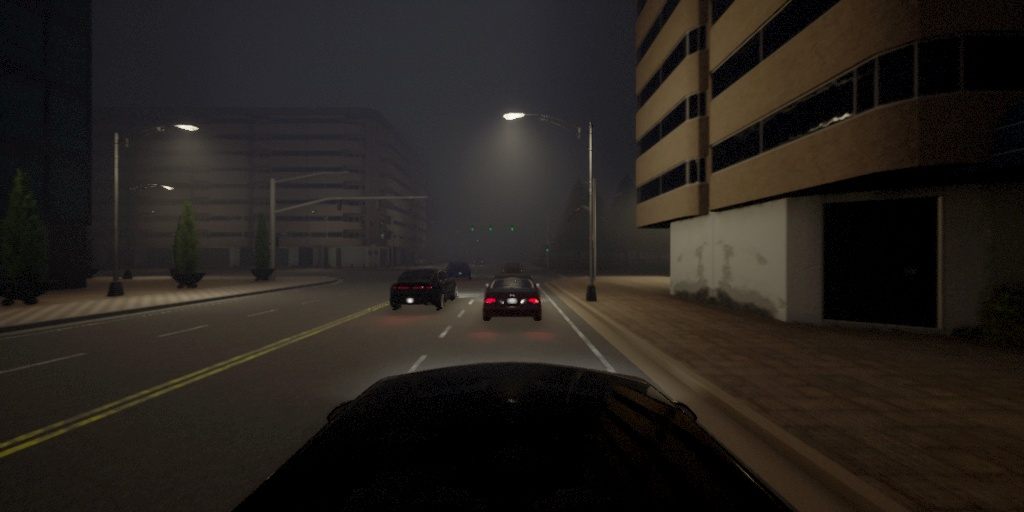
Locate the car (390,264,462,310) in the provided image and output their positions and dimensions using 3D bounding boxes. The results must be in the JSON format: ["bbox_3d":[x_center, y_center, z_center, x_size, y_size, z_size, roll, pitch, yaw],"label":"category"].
[{"bbox_3d":[-3.459,1.253,14.671,1.837,1.490,4.892,0,0,1],"label":"car"}]

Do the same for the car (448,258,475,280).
[{"bbox_3d":[-4.685,1.184,30.628,1.882,1.535,5.008,0,1,-14],"label":"car"}]

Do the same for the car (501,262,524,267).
[{"bbox_3d":[0.052,1.241,30.298,1.812,1.442,4.674,0,1,0],"label":"car"}]

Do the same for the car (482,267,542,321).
[{"bbox_3d":[0.019,1.295,12.476,2.033,1.411,5.357,0,0,0],"label":"car"}]
